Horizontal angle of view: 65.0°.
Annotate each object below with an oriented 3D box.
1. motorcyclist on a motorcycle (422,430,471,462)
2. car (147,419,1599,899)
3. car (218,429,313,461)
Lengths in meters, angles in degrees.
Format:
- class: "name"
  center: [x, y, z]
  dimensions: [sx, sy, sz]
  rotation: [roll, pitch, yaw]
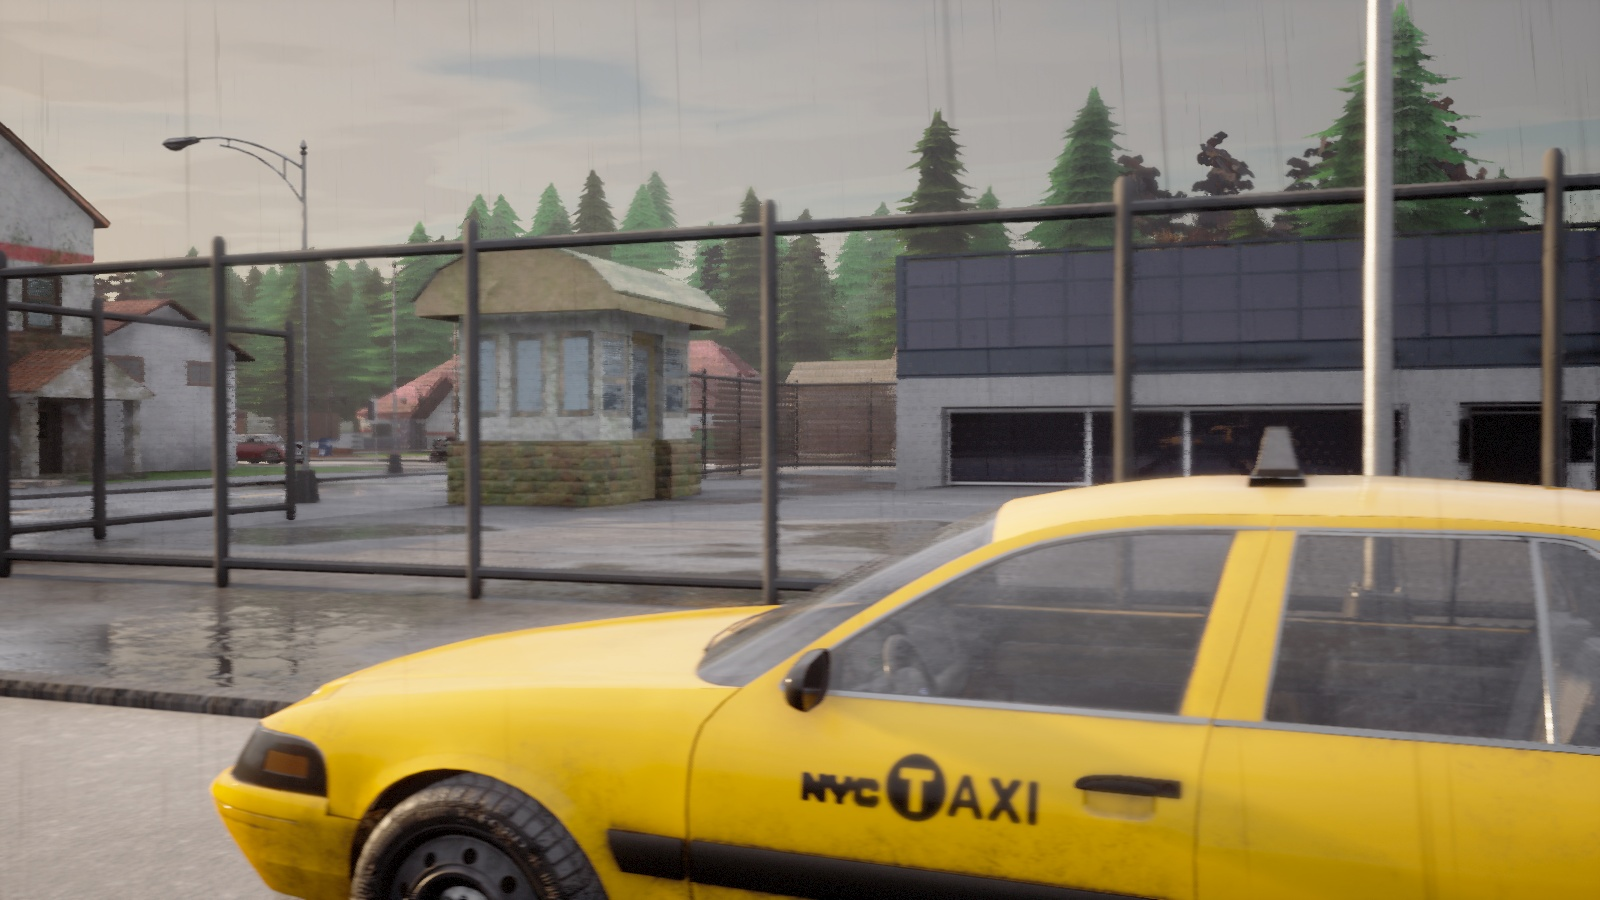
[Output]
- class: "motorcyclist on a motorcycle"
  center: [-17.349, -0.191, 61.620]
  dimensions: [2.191, 1.530, 0.866]
  rotation: [1, 1, 18]
- class: "car"
  center: [1.051, 0.717, 3.299]
  dimensions: [5.366, 1.575, 1.801]
  rotation: [1, 1, 21]
- class: "car"
  center: [-25.588, -0.267, 60.130]
  dimensions: [3.806, 1.475, 1.970]
  rotation: [1, 1, 18]
